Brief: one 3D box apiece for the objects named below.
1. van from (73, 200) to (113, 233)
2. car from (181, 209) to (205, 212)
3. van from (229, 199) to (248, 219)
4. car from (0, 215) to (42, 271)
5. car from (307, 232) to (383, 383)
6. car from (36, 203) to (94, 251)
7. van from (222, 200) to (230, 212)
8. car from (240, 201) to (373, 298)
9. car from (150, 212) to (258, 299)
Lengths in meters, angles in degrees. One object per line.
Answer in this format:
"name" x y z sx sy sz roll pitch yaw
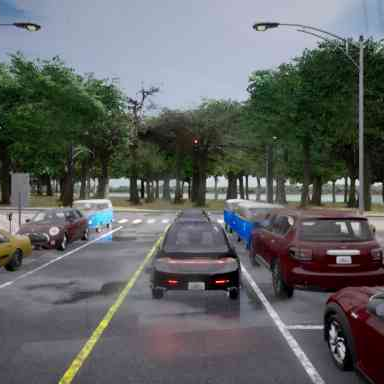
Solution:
"van" -5.774 1.342 19.297 1.690 1.788 3.998 0 0 0
"car" 0.048 1.564 17.375 1.994 1.385 4.181 0 0 1
"van" 2.754 1.341 13.863 1.690 1.788 3.998 0 0 0
"car" -5.768 1.525 8.252 1.752 1.417 4.829 0 0 0
"car" 2.759 1.440 2.988 1.967 1.590 4.097 0 0 0
"car" -5.771 1.440 13.859 1.967 1.590 4.097 0 0 0
"van" 2.751 1.342 19.301 1.690 1.788 3.998 0 0 0
"car" 2.757 1.315 8.426 2.192 1.841 5.009 0 0 0
"car" 0.085 1.491 8.457 2.128 1.511 4.902 0 0 0
